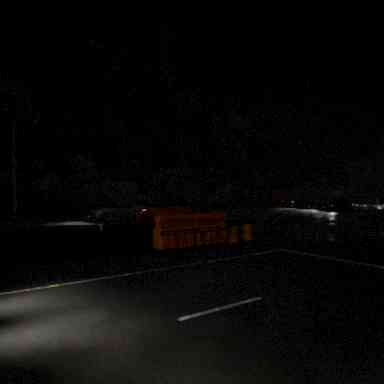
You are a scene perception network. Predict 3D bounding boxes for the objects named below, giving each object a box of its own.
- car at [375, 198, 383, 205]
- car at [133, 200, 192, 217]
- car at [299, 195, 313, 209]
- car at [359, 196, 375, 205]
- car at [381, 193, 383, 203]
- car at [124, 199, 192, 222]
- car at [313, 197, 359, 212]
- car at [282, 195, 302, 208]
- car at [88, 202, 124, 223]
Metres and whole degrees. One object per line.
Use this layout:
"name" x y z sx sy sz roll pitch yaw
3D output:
"car" 31.236 1.256 52.077 5.008 1.535 1.882 0 0 -35
"car" -2.801 1.499 32.099 5.357 1.411 2.033 0 0 -36
"car" 16.141 1.408 41.325 5.357 1.411 2.033 0 0 -36
"car" 28.765 1.382 54.607 4.718 1.301 1.895 0 0 -35
"car" 36.338 1.096 59.930 4.553 1.767 2.097 0 0 -36
"car" -2.182 1.322 23.939 4.553 1.767 2.097 0 0 -36
"car" 16.044 1.378 36.956 4.892 1.490 1.837 0 0 -36
"car" 13.977 1.213 44.080 4.553 1.767 2.097 0 0 -36
"car" -5.651 1.504 25.761 4.674 1.442 1.812 0 0 -36
